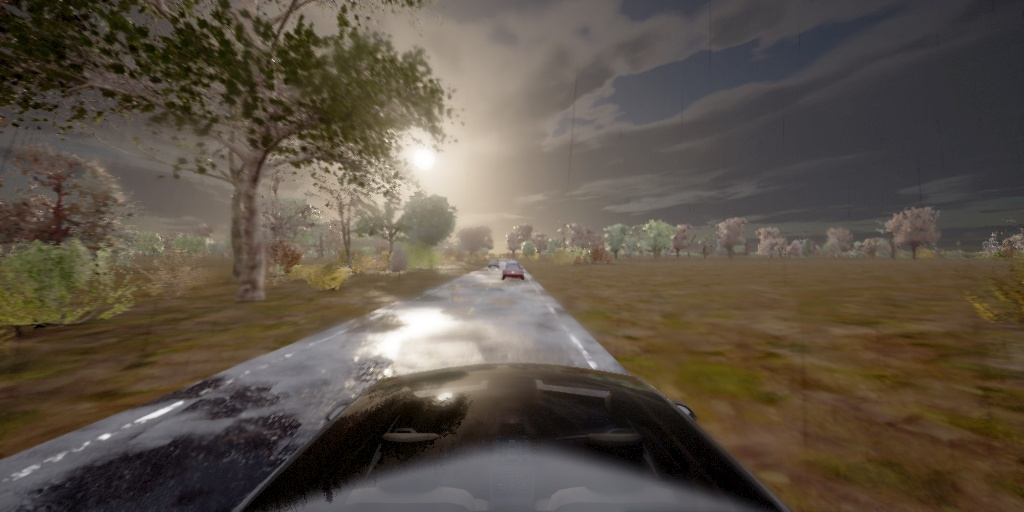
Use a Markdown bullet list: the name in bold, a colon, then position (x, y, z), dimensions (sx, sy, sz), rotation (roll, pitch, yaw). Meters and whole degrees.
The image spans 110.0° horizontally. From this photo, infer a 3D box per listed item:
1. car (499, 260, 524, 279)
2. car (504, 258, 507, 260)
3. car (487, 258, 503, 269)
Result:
- **car**: position (0.090, 1.360, 32.759), dimensions (1.994, 1.385, 4.181), rotation (0, 0, 0)
- **car**: position (0.078, 1.294, 51.523), dimensions (1.882, 1.535, 5.008), rotation (0, 0, 0)
- **car**: position (-3.035, 1.370, 59.614), dimensions (2.033, 1.411, 5.357), rotation (0, 0, 0)
